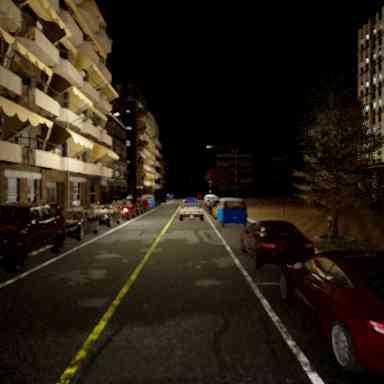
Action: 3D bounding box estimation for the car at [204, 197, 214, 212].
[{"bbox_3d":[2.510,1.521,32.977,1.947,1.339,4.313,0,0,0],"label":"car"}]

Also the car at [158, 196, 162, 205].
[{"bbox_3d":[-5.958,1.529,49.512,1.802,1.307,4.206,0,0,0],"label":"car"}]

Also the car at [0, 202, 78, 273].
[{"bbox_3d":[-5.754,1.300,10.825,2.192,1.841,5.009,0,0,0],"label":"car"}]

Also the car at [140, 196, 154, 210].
[{"bbox_3d":[-5.899,1.499,38.459,1.887,1.381,4.507,0,0,0],"label":"car"}]

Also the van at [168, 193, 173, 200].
[{"bbox_3d":[-6.197,1.284,93.724,1.690,1.788,3.998,0,0,0],"label":"van"}]

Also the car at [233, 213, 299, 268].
[{"bbox_3d":[2.628,1.564,10.870,1.802,1.307,4.206,0,0,0],"label":"car"}]

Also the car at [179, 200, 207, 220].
[{"bbox_3d":[-0.043,1.562,27.394,1.895,1.301,4.718,0,0,0],"label":"car"}]

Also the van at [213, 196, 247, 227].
[{"bbox_3d":[2.568,1.308,21.923,1.690,1.788,3.998,0,0,0],"label":"van"}]

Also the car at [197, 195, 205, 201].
[{"bbox_3d":[2.244,1.481,82.716,1.887,1.381,4.507,0,0,0],"label":"car"}]

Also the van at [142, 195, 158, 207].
[{"bbox_3d":[-5.931,1.292,43.986,1.690,1.788,3.998,0,0,0],"label":"van"}]

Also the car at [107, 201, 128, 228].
[{"bbox_3d":[-5.810,1.521,21.880,2.008,1.369,4.403,0,0,0],"label":"car"}]

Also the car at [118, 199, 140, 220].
[{"bbox_3d":[-5.841,1.404,27.405,1.967,1.590,4.097,0,0,0],"label":"car"}]

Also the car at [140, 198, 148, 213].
[{"bbox_3d":[-5.870,1.524,32.932,1.947,1.339,4.313,0,0,0],"label":"car"}]

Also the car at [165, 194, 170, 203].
[{"bbox_3d":[-6.047,1.506,66.091,1.947,1.339,4.313,0,0,0],"label":"car"}]

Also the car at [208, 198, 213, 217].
[{"bbox_3d":[2.539,1.486,27.619,1.752,1.417,4.829,0,0,0],"label":"car"}]

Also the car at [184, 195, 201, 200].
[{"bbox_3d":[-0.139,1.425,45.464,1.882,1.535,5.008,0,0,0],"label":"car"}]

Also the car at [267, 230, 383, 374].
[{"bbox_3d":[2.658,1.572,5.345,1.802,1.307,4.206,0,0,0],"label":"car"}]

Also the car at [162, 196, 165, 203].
[{"bbox_3d":[-5.988,1.526,55.038,1.802,1.307,4.206,0,0,0],"label":"car"}]

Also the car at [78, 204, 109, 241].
[{"bbox_3d":[-5.781,1.528,16.353,2.008,1.369,4.403,0,0,0],"label":"car"}]

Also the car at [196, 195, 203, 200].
[{"bbox_3d":[2.185,1.484,93.767,1.887,1.381,4.507,0,0,0],"label":"car"}]

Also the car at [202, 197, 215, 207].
[{"bbox_3d":[2.420,1.470,49.726,1.752,1.417,4.829,0,0,0],"label":"car"}]

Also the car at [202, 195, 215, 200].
[{"bbox_3d":[2.480,1.391,38.503,1.967,1.590,4.097,0,0,0],"label":"car"}]
